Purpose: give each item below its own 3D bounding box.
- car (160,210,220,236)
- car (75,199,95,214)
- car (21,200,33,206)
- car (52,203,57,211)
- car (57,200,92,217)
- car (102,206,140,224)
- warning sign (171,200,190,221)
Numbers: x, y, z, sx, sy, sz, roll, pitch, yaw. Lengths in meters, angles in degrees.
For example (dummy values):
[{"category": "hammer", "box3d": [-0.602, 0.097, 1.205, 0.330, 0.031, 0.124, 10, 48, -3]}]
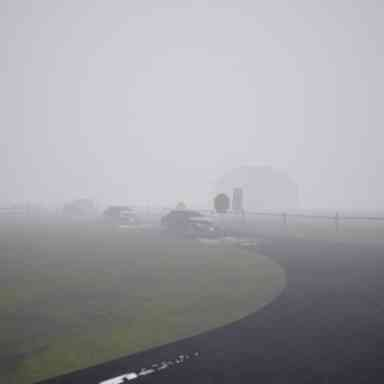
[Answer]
[{"category": "car", "box3d": [-0.261, 1.819, 20.402, 1.812, 1.442, 4.674, 2, -2, -36]}, {"category": "car", "box3d": [-15.117, 1.954, 45.681, 2.150, 2.045, 5.566, 2, -2, -35]}, {"category": "car", "box3d": [-41.171, 2.693, 82.915, 2.097, 1.767, 4.553, 2, -2, -36]}, {"category": "car", "box3d": [-21.433, 2.387, 54.248, 1.812, 1.442, 4.674, 2, -2, -36]}, {"category": "car", "box3d": [-13.908, 2.040, 39.142, 1.882, 1.535, 5.008, 2, -2, -36]}, {"category": "car", "box3d": [-6.183, 1.935, 28.542, 1.812, 1.442, 4.674, 2, -2, -36]}, {"category": "warning sign", "box3d": [-1.041, 1.691, 30.518, 1.300, 1.860, 1.060, 3, -2, -36]}]
